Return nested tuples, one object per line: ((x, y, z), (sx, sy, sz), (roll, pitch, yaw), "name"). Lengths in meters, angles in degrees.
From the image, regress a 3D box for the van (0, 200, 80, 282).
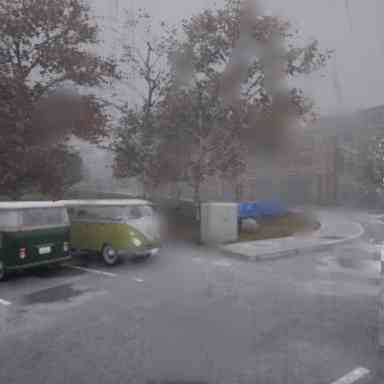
((-5.550, 1.259, 9.748), (4.442, 1.987, 1.878), (-1, 0, 35), "van")

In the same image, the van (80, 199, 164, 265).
((-2.954, 1.242, 11.330), (4.442, 1.987, 1.878), (-1, -1, 35), "van")
